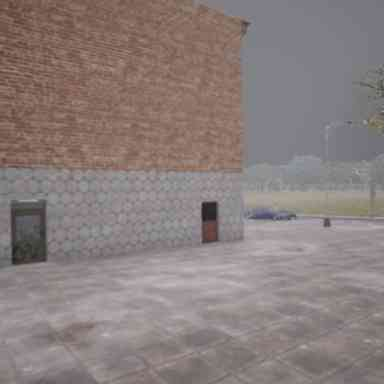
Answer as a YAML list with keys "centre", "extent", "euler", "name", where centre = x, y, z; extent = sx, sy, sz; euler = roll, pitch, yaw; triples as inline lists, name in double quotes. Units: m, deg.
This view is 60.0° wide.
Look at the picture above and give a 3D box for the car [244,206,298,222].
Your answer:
- centre: [7.246, 2.017, 31.235]
  extent: [2.033, 1.411, 5.357]
  euler: [-1, -1, -35]
  name: "car"
